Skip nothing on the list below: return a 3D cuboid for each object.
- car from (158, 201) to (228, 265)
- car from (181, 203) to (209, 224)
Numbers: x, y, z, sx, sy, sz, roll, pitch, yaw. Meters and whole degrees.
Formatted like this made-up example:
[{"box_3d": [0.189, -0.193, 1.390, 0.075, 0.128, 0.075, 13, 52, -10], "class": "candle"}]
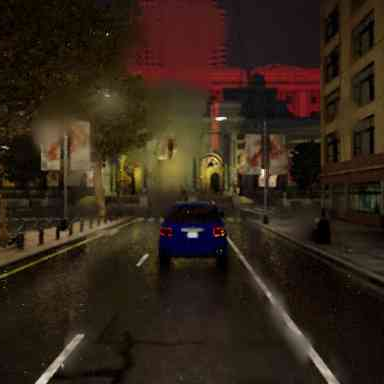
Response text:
[{"box_3d": [0.060, 1.336, 12.250, 2.150, 2.045, 5.566, 0, 0, 1], "class": "car"}, {"box_3d": [0.358, 1.745, 28.162, 2.128, 1.511, 4.902, 0, 0, 3], "class": "car"}]
